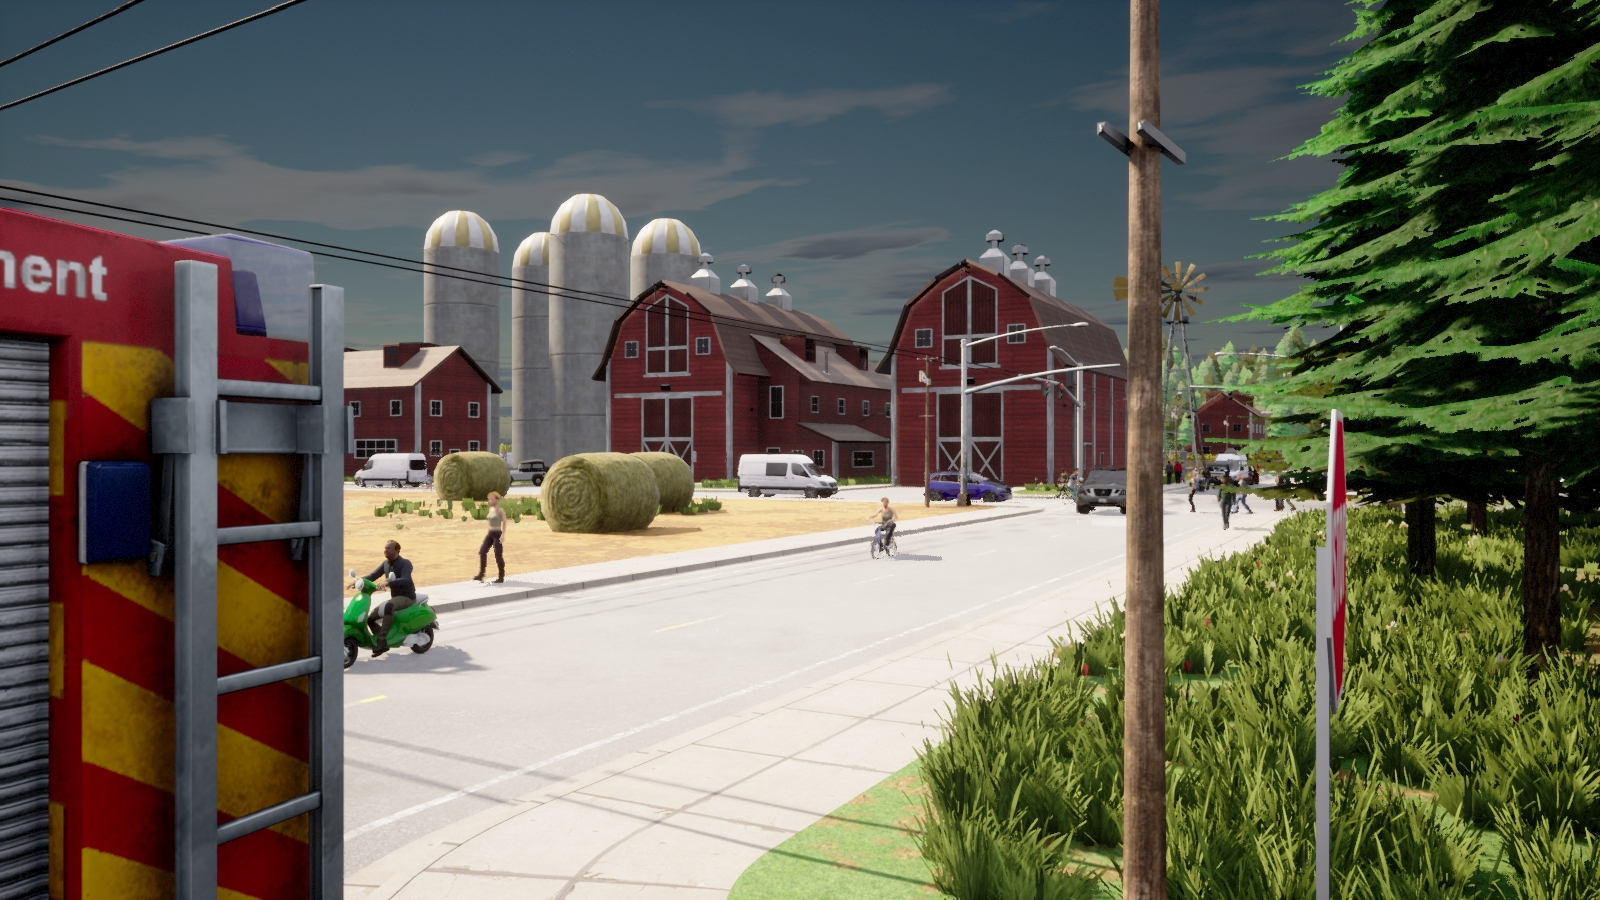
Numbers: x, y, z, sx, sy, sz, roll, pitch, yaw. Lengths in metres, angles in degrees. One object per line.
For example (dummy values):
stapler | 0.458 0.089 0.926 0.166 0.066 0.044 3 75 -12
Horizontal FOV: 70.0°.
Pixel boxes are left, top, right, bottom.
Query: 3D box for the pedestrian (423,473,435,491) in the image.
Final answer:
pedestrian | -23.666 2.049 72.885 0.500 1.100 0.500 0 0 24

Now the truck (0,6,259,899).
truck | -6.091 0.866 3.634 8.468 3.827 2.891 0 0 22

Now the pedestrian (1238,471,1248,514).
pedestrian | 19.385 1.848 50.023 0.375 1.860 0.375 0 0 28

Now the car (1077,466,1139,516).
car | 13.931 1.778 51.437 2.150 2.045 5.566 0 0 21

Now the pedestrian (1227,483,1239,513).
pedestrian | 19.198 2.126 50.671 0.375 1.300 0.375 0 0 -41

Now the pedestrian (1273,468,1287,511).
pedestrian | 20.705 1.695 49.272 0.375 1.860 0.375 0 0 -23

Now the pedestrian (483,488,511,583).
pedestrian | -6.026 1.694 22.729 0.375 1.860 0.375 0 0 34

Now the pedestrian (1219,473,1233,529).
pedestrian | 14.287 1.696 38.317 0.375 1.860 0.375 0 0 27

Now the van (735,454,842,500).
van | -0.668 1.506 65.966 5.915 2.561 1.988 0 0 27

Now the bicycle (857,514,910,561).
bicycle | 2.186 2.256 29.758 0.859 1.080 1.487 0 0 29

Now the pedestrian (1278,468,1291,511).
pedestrian | 21.117 1.705 49.791 0.375 1.860 0.375 0 0 -41

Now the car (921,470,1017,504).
car | 9.008 1.941 60.982 4.611 1.667 2.242 0 0 27

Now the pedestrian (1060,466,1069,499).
pedestrian | 15.027 1.819 64.866 0.375 1.860 0.375 0 0 -30

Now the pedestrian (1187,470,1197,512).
pedestrian | 17.529 1.844 51.089 0.375 1.860 0.375 0 0 24

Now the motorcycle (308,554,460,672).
motorcycle | -5.559 2.142 15.384 0.856 1.316 1.805 0 0 28
